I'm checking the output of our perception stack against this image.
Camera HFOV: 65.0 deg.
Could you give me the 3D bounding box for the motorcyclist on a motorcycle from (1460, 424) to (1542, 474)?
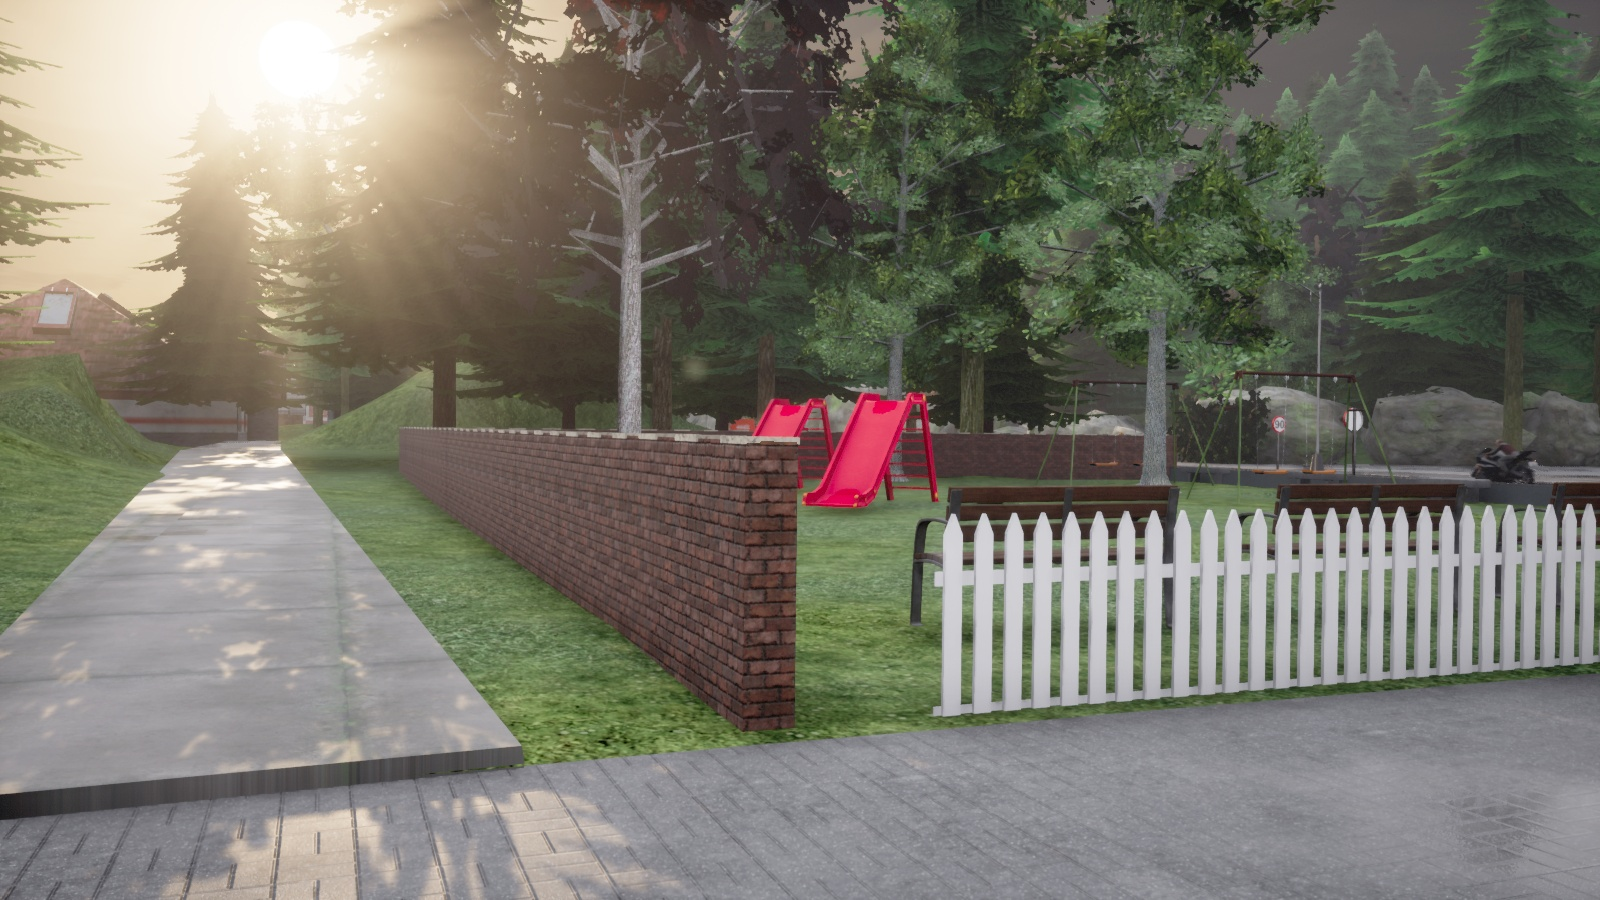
[{"bbox_3d":[22.061,-0.049,39.568,0.866,1.530,2.191,-1,1,-21],"label":"motorcyclist on a motorcycle"}]
